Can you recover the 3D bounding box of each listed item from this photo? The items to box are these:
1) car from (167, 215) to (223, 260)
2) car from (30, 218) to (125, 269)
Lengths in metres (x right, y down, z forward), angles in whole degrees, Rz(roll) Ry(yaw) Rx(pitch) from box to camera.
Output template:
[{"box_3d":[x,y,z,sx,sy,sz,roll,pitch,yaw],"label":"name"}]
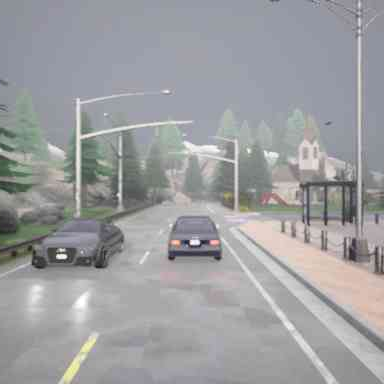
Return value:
[{"box_3d":[0.088,1.557,12.474,2.033,1.411,5.357,0,0,0],"label":"car"},{"box_3d":[-3.539,1.573,11.049,1.994,1.385,4.181,0,0,0],"label":"car"}]
